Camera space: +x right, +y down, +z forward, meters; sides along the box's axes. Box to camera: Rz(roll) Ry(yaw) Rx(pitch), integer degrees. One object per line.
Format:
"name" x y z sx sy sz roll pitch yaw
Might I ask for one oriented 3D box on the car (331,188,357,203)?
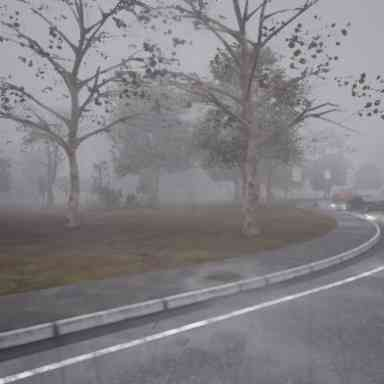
"car" 21.736 0.473 47.223 2.150 2.045 5.566 -1 1 44

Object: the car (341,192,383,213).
"car" 16.253 1.070 31.073 1.882 1.535 5.008 -1 1 0
